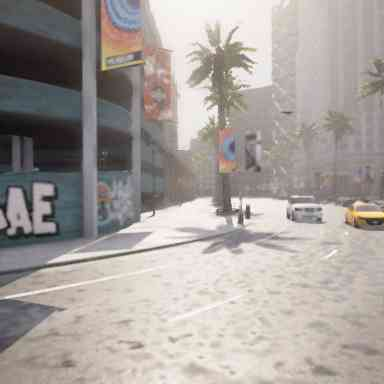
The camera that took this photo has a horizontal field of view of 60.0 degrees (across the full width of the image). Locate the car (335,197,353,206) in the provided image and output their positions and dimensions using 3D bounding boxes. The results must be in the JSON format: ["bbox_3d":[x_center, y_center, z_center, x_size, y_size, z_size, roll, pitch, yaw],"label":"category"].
[{"bbox_3d":[24.933,1.544,54.391,2.231,1.521,4.892,-1,0,4],"label":"car"}]

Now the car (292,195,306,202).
[{"bbox_3d":[26.904,1.562,83.700,2.185,1.767,4.553,-1,0,4],"label":"car"}]

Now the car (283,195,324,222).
[{"bbox_3d":[9.050,1.288,27.084,2.150,2.045,5.566,0,0,9],"label":"car"}]

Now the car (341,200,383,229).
[{"bbox_3d":[11.330,1.492,21.763,1.882,1.535,5.008,0,0,16],"label":"car"}]
